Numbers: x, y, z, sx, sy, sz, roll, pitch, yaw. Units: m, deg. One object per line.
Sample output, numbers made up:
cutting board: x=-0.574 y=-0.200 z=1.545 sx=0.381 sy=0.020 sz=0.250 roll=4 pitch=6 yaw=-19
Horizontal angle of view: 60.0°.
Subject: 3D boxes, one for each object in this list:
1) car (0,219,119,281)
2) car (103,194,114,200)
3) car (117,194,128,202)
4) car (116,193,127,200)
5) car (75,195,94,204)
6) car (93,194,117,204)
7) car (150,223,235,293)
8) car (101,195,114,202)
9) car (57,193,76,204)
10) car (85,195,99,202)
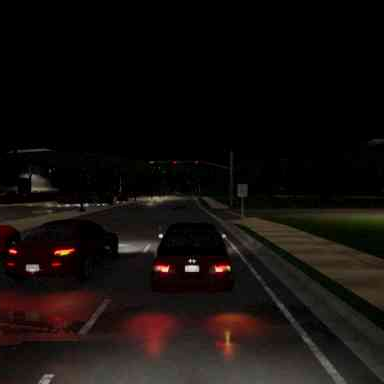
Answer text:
car: x=-3.496 y=1.520 z=9.702 sx=1.812 sy=1.442 sz=4.674 roll=0 pitch=0 yaw=1
car: x=-23.265 y=1.335 z=92.552 sx=1.837 sy=1.490 sz=4.892 roll=0 pitch=0 yaw=0
car: x=-16.268 y=1.434 z=78.031 sx=1.882 sy=1.535 sz=5.008 roll=0 pitch=0 yaw=0
car: x=-19.765 y=1.193 z=92.993 sx=2.097 sy=1.767 sz=4.553 roll=0 pitch=0 yaw=0
car: x=-19.808 y=1.566 z=62.460 sx=1.895 sy=1.301 sz=4.718 roll=0 pitch=0 yaw=1
car: x=-16.311 y=1.512 z=62.582 sx=2.033 sy=1.411 sz=5.357 roll=0 pitch=0 yaw=1
car: x=0.007 y=1.542 z=8.991 sx=2.033 sy=1.411 sz=5.357 roll=0 pitch=0 yaw=0
car: x=-19.768 y=1.509 z=77.648 sx=1.994 sy=1.385 sz=4.181 roll=0 pitch=0 yaw=0
car: x=-23.302 y=1.186 z=62.290 sx=2.150 sy=2.045 sz=5.566 roll=0 pitch=0 yaw=1
car: x=-23.268 y=1.481 z=77.654 sx=1.812 sy=1.442 sz=4.674 roll=0 pitch=0 yaw=0
